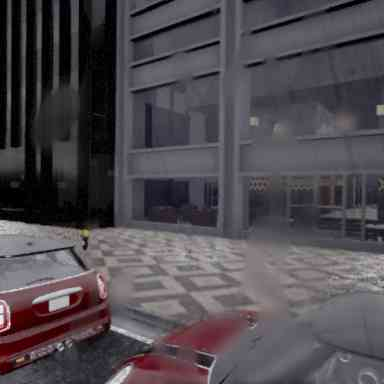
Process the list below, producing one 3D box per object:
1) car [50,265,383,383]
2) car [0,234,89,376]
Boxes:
[{"bbox_3d":[1.188,1.439,2.111,4.097,1.590,1.967,1,1,36],"label":"car"},{"bbox_3d":[-3.228,1.389,5.263,4.097,1.590,1.967,1,1,36],"label":"car"}]
